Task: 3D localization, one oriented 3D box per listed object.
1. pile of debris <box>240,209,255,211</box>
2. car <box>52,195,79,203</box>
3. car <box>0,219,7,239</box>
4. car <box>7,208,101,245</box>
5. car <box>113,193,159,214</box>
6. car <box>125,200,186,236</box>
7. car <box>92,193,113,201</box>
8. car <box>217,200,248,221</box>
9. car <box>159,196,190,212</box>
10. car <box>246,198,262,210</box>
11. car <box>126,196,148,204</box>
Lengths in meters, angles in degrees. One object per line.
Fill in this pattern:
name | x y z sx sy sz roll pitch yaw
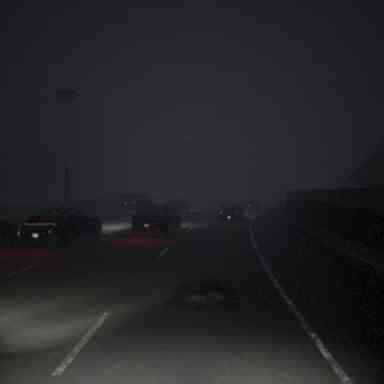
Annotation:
pile of debris | 6.801 2.160 40.519 1.500 0.140 1.860 0 0 19
car | -21.168 1.272 55.765 2.097 1.767 4.553 0 0 21
car | -9.485 1.497 14.136 1.812 1.442 4.674 0 0 6
car | -5.813 1.469 15.360 2.128 1.511 4.902 0 0 7
car | -5.699 1.186 34.696 2.150 2.045 5.566 0 0 15
car | -1.851 1.461 18.600 1.882 1.535 5.008 0 0 8
car | -15.639 1.151 60.263 2.150 2.045 5.566 0 0 23
car | 3.234 1.588 26.949 1.895 1.301 4.718 0 0 12
car | -1.635 1.463 36.221 2.128 1.511 4.902 0 0 15
car | 7.657 1.505 42.405 1.812 1.442 4.674 0 0 19
car | -10.456 1.543 63.427 1.895 1.301 4.718 0 0 25
